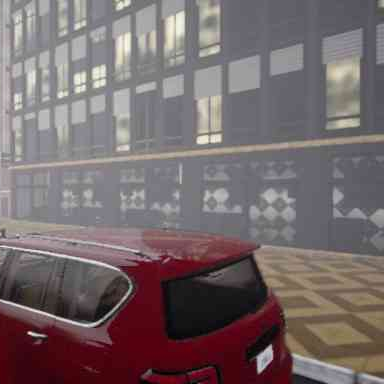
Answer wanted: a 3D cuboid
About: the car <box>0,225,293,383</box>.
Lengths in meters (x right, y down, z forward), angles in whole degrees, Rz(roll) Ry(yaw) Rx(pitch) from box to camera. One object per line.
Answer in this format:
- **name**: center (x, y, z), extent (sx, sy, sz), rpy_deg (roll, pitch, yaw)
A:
- **car**: center (-1.400, 1.329, 3.870), extent (5.009, 1.841, 2.192), rpy_deg (0, 0, 36)
